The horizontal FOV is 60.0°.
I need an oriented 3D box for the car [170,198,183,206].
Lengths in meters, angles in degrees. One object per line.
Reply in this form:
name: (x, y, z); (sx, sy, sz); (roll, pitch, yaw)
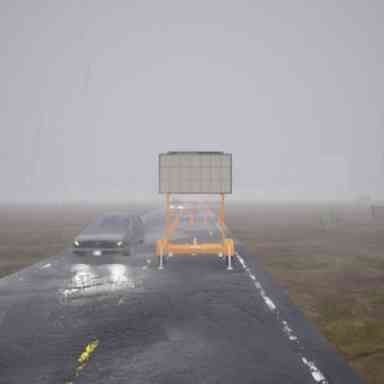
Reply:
car: (-2.511, 1.588, 54.265); (1.895, 1.301, 4.718); (0, 0, 1)

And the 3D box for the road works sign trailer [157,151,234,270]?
road works sign trailer: (0.115, 0.462, 11.066); (2.380, 3.560, 2.880); (0, 0, 1)

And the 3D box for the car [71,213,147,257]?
car: (-2.963, 1.544, 13.170); (2.033, 1.411, 5.357); (0, 0, 1)
